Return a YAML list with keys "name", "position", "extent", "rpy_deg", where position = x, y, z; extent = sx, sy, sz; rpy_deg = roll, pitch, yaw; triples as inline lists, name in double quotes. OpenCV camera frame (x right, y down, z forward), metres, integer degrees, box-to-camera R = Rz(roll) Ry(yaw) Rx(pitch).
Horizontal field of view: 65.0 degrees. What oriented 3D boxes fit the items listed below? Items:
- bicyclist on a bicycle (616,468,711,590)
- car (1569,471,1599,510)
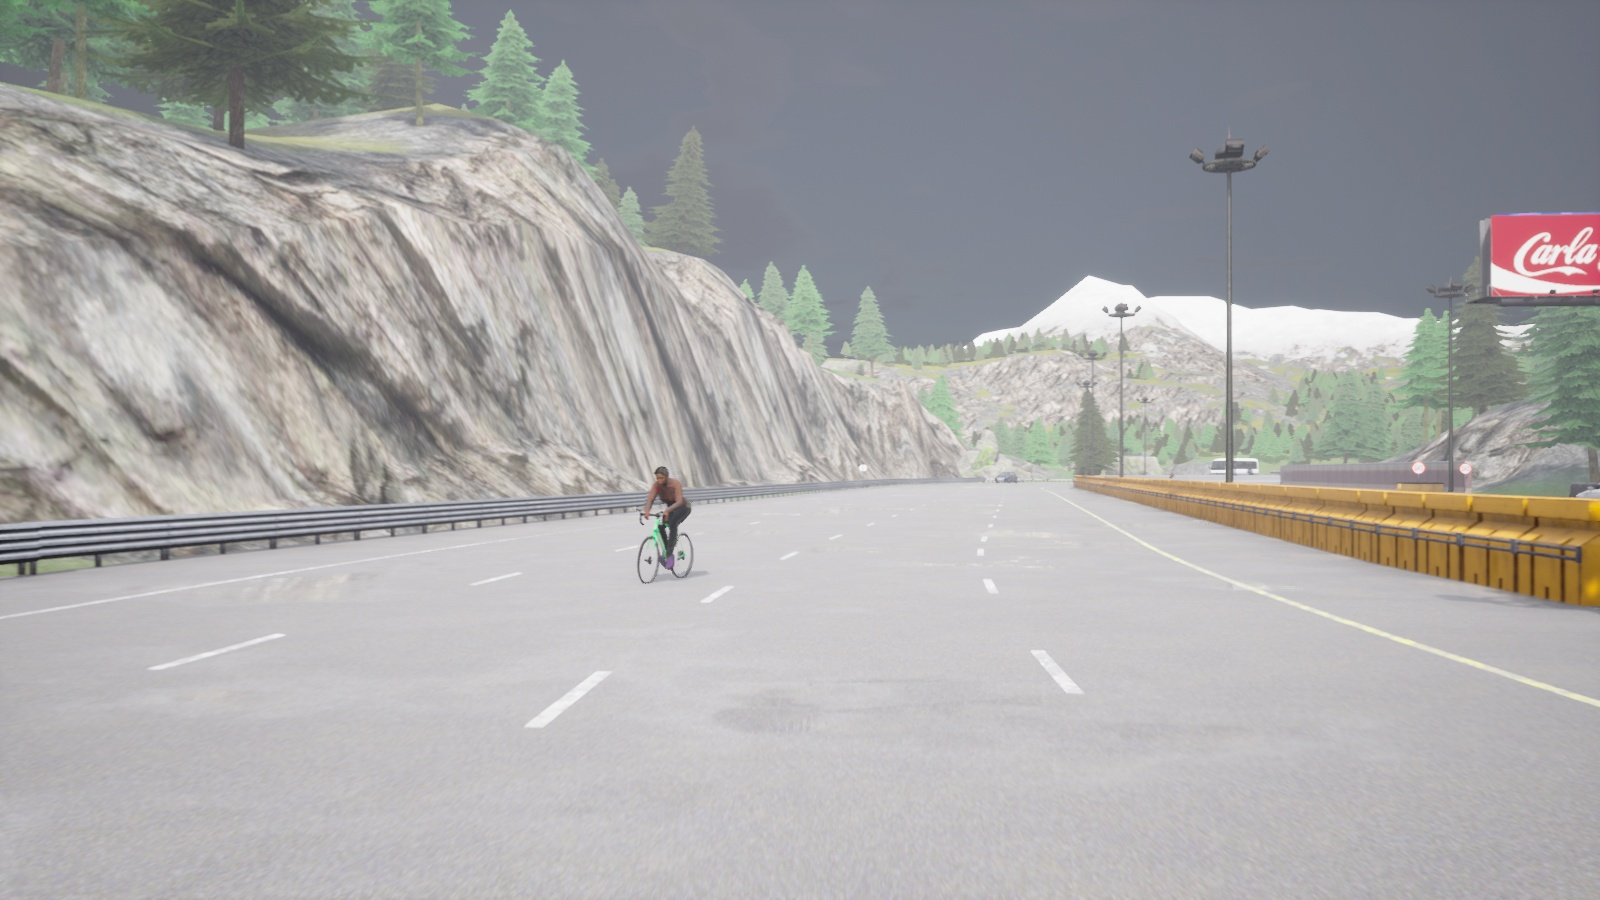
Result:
- name: "bicyclist on a bicycle"
  position: [-1.898, 1.071, 17.703]
  extent: [0.582, 1.620, 1.656]
  rpy_deg: [1, 0, 22]
- name: "car"
  position: [30.330, 1.500, 46.272]
  extent: [1.812, 1.442, 4.674]
  rpy_deg: [0, -1, 10]
